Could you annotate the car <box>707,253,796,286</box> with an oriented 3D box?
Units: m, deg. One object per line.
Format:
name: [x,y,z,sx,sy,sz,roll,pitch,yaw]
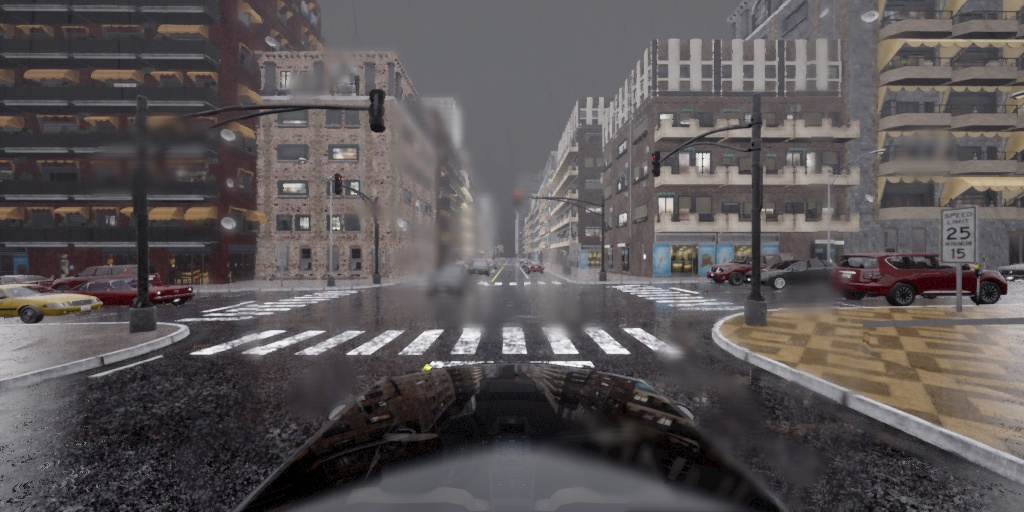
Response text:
car: [14.533,0.759,21.543,5.009,1.841,2.192,0,0,-1]

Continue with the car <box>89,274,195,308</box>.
car: [-16.630,1.633,15.408,4.718,1.301,1.895,-1,0,0]

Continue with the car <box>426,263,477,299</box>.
car: [-3.157,1.286,18.716,1.837,1.490,4.892,-1,-1,0]

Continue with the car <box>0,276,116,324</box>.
car: [-17.654,1.585,12.812,4.829,1.417,1.751,0,0,-1]

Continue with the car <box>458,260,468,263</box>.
car: [-5.762,1.322,35.163,1.948,1.339,4.313,0,0,0]

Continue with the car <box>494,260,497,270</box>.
car: [-3.202,1.254,52.987,2.128,1.511,4.902,0,0,0]

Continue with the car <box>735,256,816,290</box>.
car: [14.934,0.947,18.956,4.892,1.490,1.837,-1,0,-1]

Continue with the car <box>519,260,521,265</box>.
car: [2.570,1.348,57.913,1.802,1.307,4.207,0,0,0]

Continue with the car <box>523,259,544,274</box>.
car: [2.606,1.198,40.866,1.967,1.591,4.097,0,0,0]

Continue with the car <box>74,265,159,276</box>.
car: [-23.640,1.462,21.095,5.009,1.841,2.192,0,0,-1]

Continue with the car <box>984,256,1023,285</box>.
car: [29.141,0.724,19.110,5.357,1.411,2.033,-1,0,-1]

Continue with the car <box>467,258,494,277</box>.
car: [-3.172,1.234,35.756,1.882,1.535,5.008,0,0,0]

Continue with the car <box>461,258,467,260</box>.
car: [-5.774,1.283,40.676,1.751,1.417,4.829,0,0,0]

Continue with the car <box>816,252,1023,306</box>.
car: [14.686,0.775,13.164,5.009,1.841,2.192,0,0,-1]

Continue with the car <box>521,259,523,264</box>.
car: [2.594,1.200,46.548,1.967,1.591,4.097,0,0,0]
